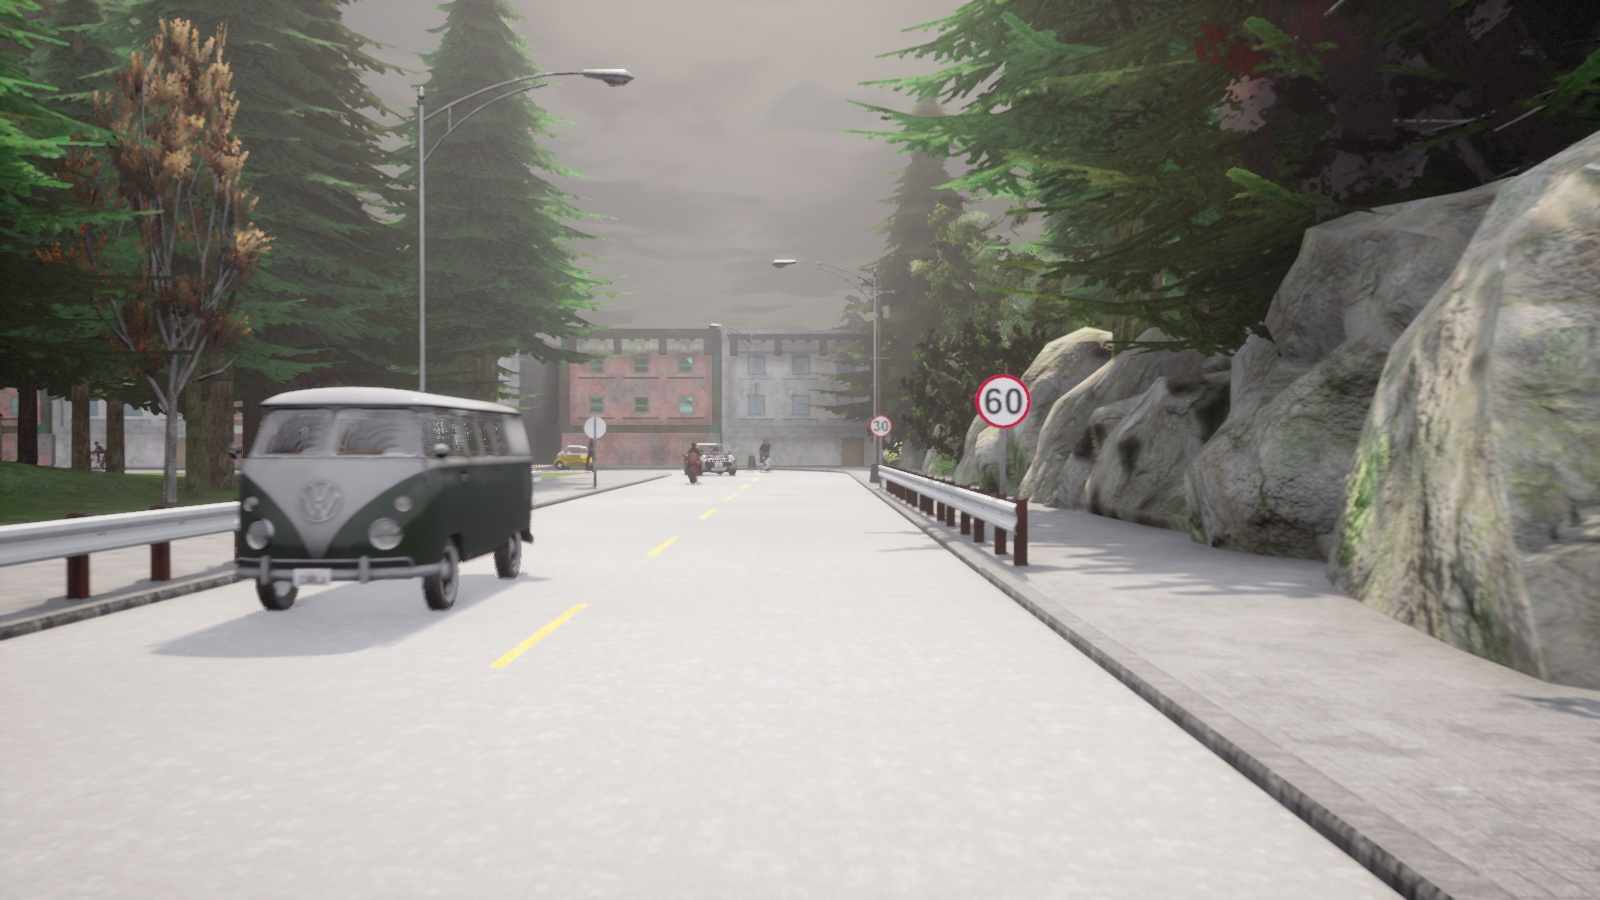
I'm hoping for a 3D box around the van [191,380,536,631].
[{"bbox_3d":[-3.919,0.428,12.149,1.775,1.987,4.442,0,0,0],"label":"van"}]

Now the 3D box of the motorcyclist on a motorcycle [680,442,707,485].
[{"bbox_3d":[-3.861,0.469,45.549,0.797,1.523,2.044,0,0,0],"label":"motorcyclist on a motorcycle"}]

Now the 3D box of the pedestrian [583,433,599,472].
[{"bbox_3d":[-9.874,0.114,59.254,0.328,1.805,0.869,0,0,-44],"label":"pedestrian"}]

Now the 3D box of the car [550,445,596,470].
[{"bbox_3d":[-12.496,0.401,69.281,2.207,1.376,1.481,0,0,4],"label":"car"}]

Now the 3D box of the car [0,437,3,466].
[{"bbox_3d":[-47.451,0.094,69.696,5.027,1.651,2.152,0,0,0],"label":"car"}]

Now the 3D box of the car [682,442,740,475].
[{"bbox_3d":[-4.145,0.382,57.996,1.970,1.475,3.806,0,0,-15],"label":"car"}]
